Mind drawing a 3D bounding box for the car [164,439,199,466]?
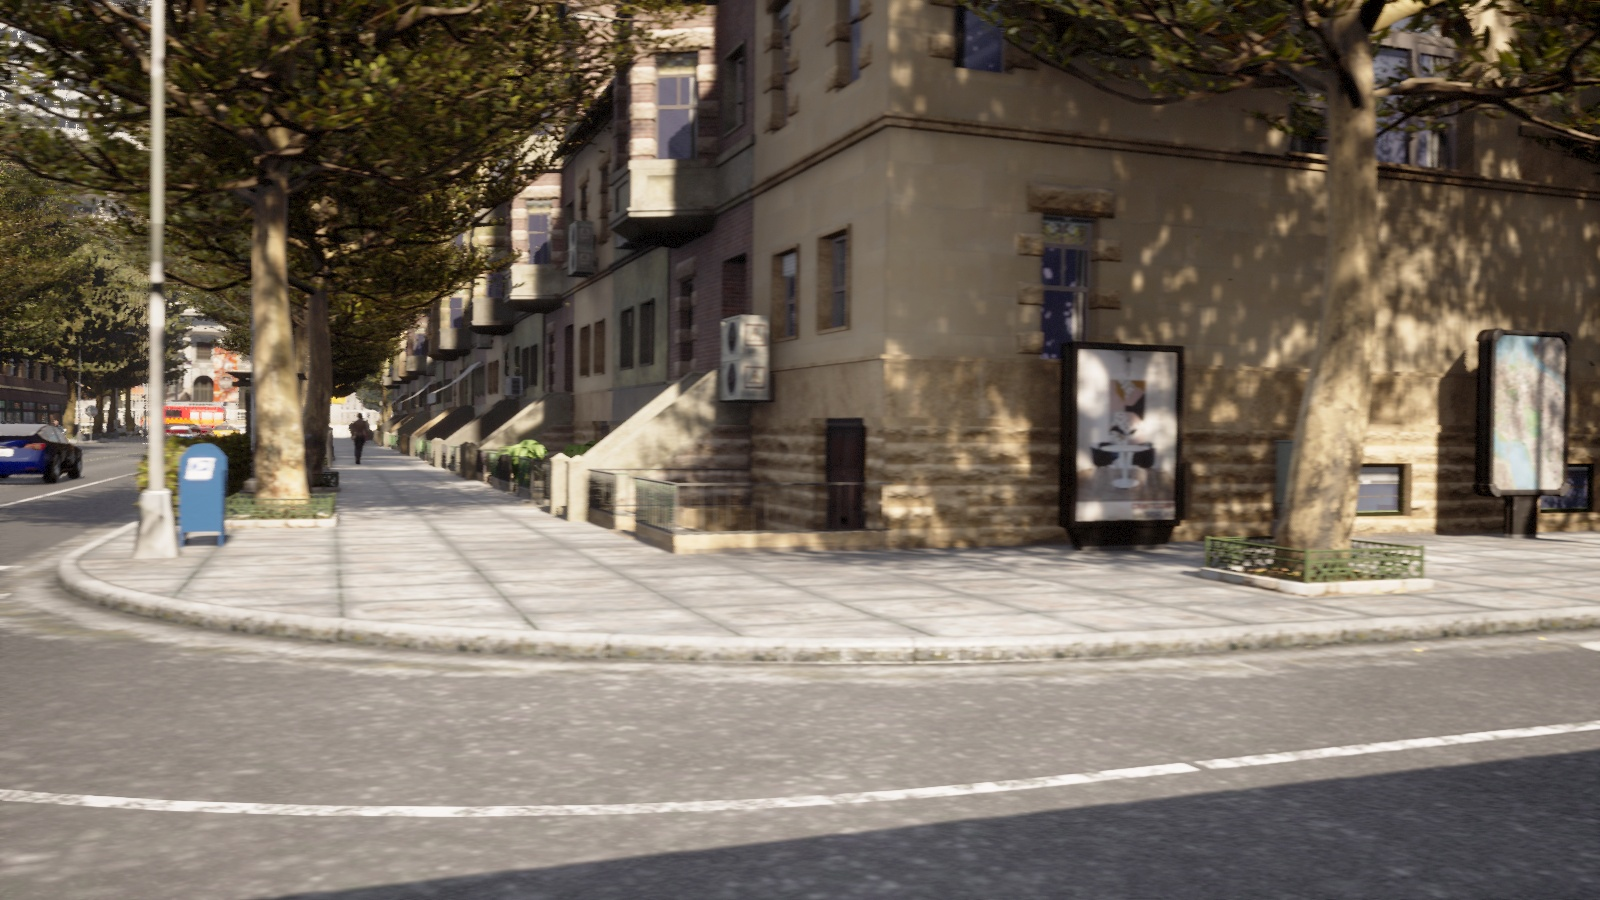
[{"bbox_3d":[-32.635,0.128,66.310,1.481,1.376,2.207,-1,1,-22],"label":"car"}]

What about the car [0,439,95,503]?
[{"bbox_3d":[-19.843,0.486,32.368,2.163,1.488,4.792,-1,1,-21],"label":"car"}]

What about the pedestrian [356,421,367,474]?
[{"bbox_3d":[-15.262,-0.091,43.678,0.328,1.805,0.869,-1,1,-20],"label":"pedestrian"}]
